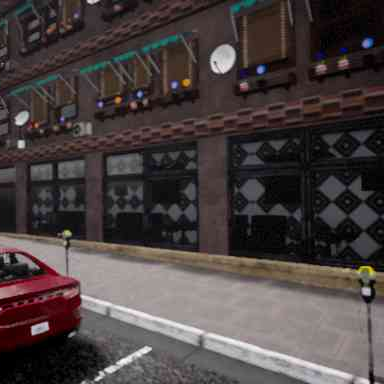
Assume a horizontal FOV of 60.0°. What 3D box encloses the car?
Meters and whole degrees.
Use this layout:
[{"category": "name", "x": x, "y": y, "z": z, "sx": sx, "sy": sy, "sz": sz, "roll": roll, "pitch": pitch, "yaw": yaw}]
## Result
[{"category": "car", "x": -3.662, "y": 1.513, "z": 5.348, "sx": 4.507, "sy": 1.381, "sz": 1.887, "roll": 0, "pitch": -1, "yaw": 35}]
